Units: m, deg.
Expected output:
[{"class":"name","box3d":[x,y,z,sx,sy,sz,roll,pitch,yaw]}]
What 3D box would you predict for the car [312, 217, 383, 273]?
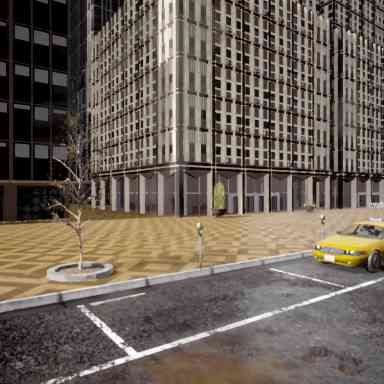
[{"class":"car","box3d":[5.799,1.526,10.687,4.829,1.417,1.752,0,0,-35]}]
